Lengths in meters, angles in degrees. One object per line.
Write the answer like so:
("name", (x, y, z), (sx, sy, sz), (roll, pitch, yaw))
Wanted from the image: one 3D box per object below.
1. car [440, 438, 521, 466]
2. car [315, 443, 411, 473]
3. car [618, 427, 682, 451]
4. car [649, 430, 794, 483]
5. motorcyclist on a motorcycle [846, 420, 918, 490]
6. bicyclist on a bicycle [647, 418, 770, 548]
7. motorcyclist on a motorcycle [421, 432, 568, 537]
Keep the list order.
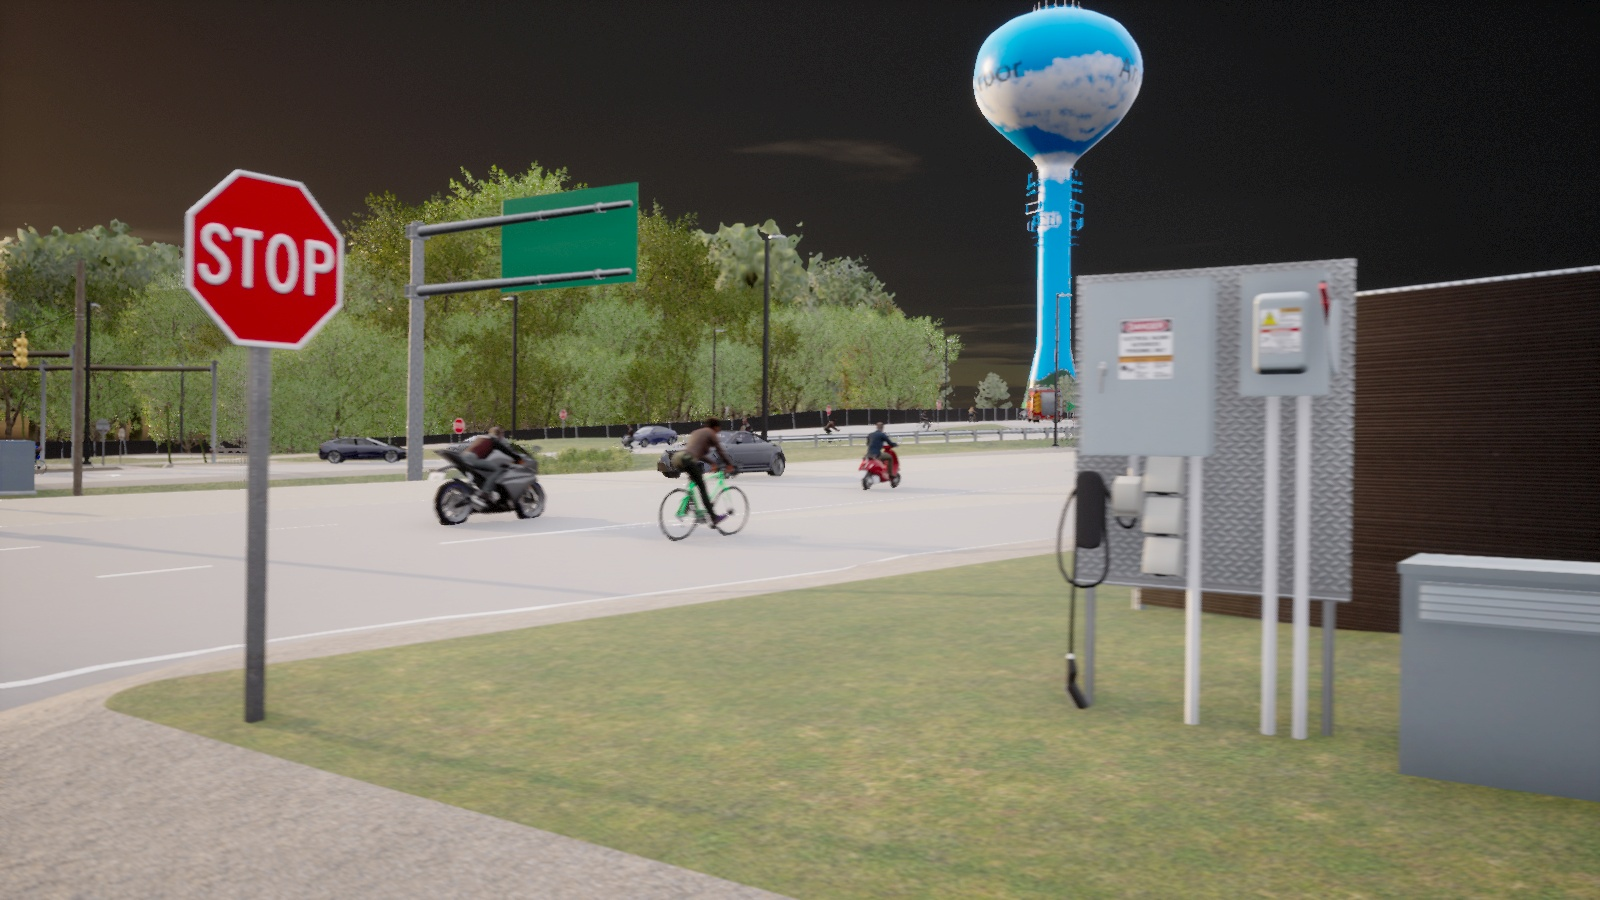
("car", (-19.379, 0.121, 76.351), (1.812, 1.442, 4.674), (0, 3, 37))
("car", (-24.496, 0.422, 70.576), (4.792, 1.488, 2.163), (-2, 1, -10))
("car", (-10.620, -0.779, 89.383), (1.812, 1.442, 4.674), (0, 4, 35))
("car", (-2.192, 0.154, 35.974), (1.994, 1.385, 4.181), (0, 1, 34))
("motorcyclist on a motorcycle", (1.947, 0.105, 29.583), (0.866, 1.590, 1.817), (0, 1, 34))
("bicyclist on a bicycle", (-1.189, 0.399, 16.643), (0.582, 1.620, 1.656), (0, 2, 41))
("motorcyclist on a motorcycle", (-4.745, 0.498, 19.651), (0.866, 1.530, 2.191), (0, 1, 34))
